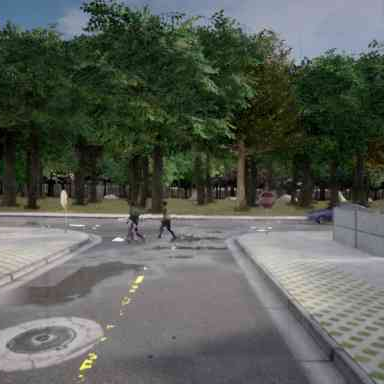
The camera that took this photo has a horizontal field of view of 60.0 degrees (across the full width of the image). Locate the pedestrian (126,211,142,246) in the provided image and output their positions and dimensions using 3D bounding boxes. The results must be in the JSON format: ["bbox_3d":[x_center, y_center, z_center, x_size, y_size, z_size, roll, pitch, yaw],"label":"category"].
[{"bbox_3d":[-2.412,1.569,13.668,0.375,1.300,0.375,-1,1,0],"label":"pedestrian"}]

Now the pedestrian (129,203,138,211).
[{"bbox_3d":[-2.506,1.287,14.421,0.375,1.860,0.375,-1,1,0],"label":"pedestrian"}]

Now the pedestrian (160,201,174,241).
[{"bbox_3d":[-1.138,1.287,15.043,0.375,1.860,0.375,-1,1,0],"label":"pedestrian"}]

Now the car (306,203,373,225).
[{"bbox_3d":[10.485,1.548,23.557,4.674,1.442,1.812,0,1,0],"label":"car"}]

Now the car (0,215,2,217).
[{"bbox_3d":[-14.646,1.378,20.764,4.718,1.301,1.895,1,1,0],"label":"car"}]
